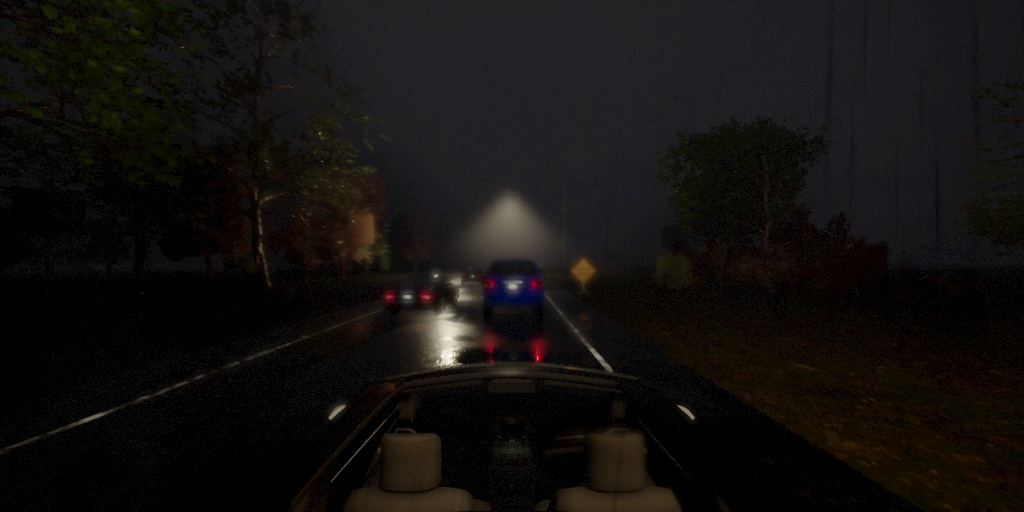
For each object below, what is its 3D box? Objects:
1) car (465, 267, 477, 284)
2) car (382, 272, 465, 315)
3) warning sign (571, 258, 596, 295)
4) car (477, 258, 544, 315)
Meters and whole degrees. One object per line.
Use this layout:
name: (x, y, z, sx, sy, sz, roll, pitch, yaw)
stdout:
car: (-3.041, 1.618, 30.397, 1.994, 1.385, 4.181, 0, -1, 2)
car: (-3.412, 1.432, 14.375, 2.033, 1.411, 5.357, 0, -1, 1)
warning sign: (3.691, 1.041, 18.426, 1.300, 1.860, 1.060, 0, 0, 1)
car: (0.090, 1.109, 14.402, 2.150, 2.045, 5.566, 0, 0, 1)
